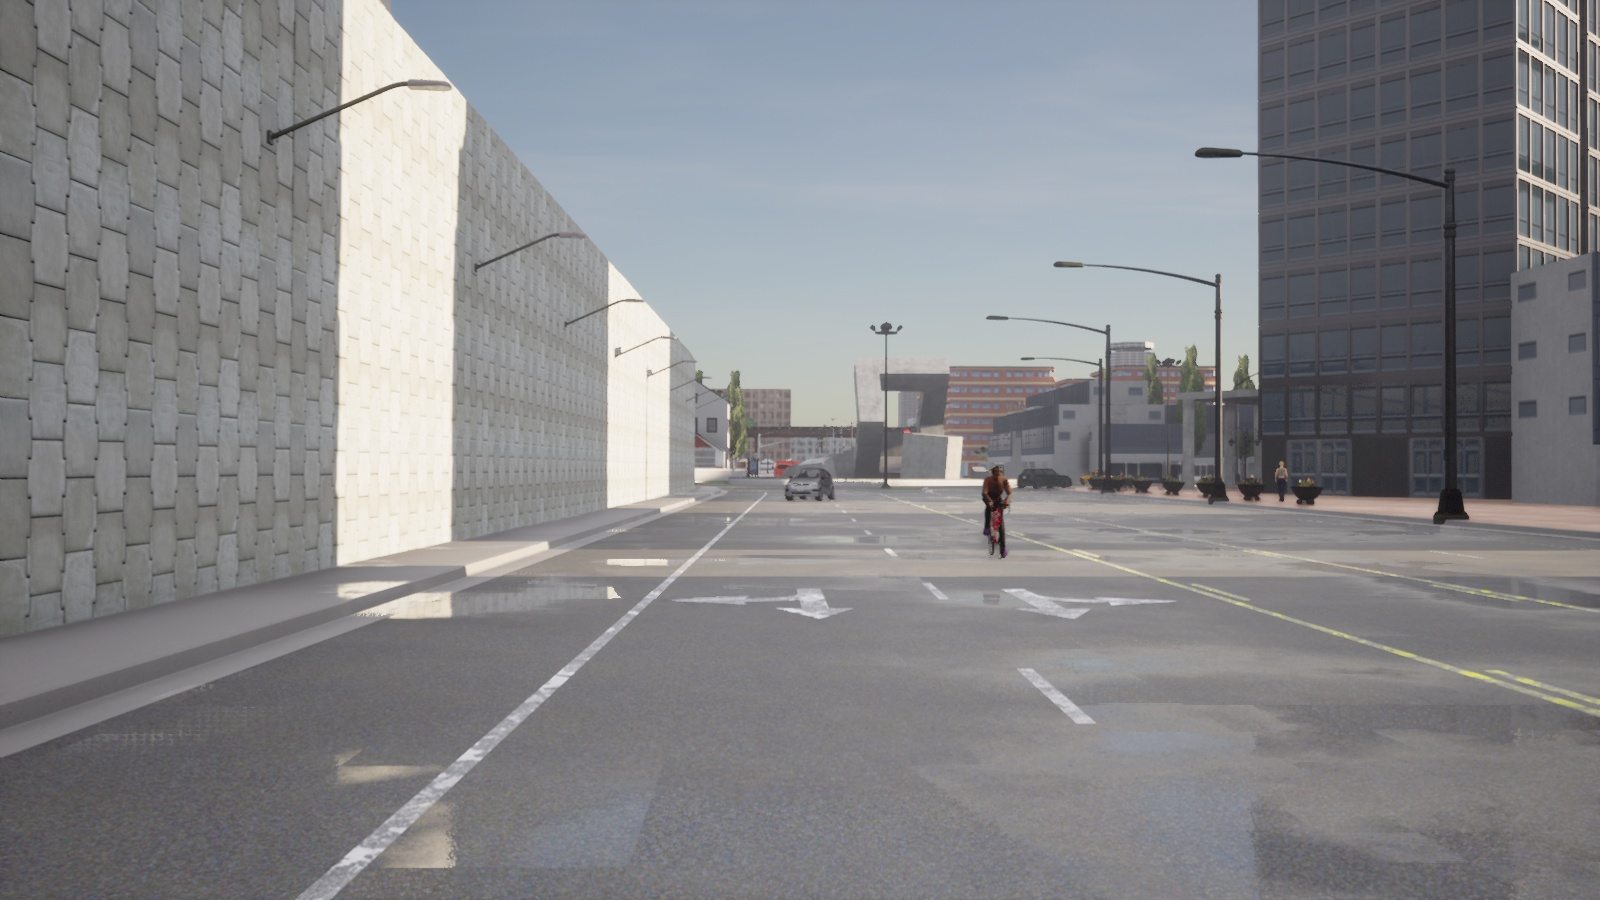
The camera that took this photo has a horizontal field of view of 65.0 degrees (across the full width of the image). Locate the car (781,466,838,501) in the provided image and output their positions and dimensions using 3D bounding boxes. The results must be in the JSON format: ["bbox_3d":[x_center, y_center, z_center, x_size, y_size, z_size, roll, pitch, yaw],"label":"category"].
[{"bbox_3d":[0.499,1.601,61.243,1.851,1.617,3.988,0,-1,14],"label":"car"}]

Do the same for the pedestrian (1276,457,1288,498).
[{"bbox_3d":[21.677,1.223,56.477,0.345,1.836,0.594,-1,-1,32],"label":"pedestrian"}]

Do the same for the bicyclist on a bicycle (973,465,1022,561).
[{"bbox_3d":[3.451,1.072,22.025,0.582,1.620,1.656,0,-1,0],"label":"bicyclist on a bicycle"}]
